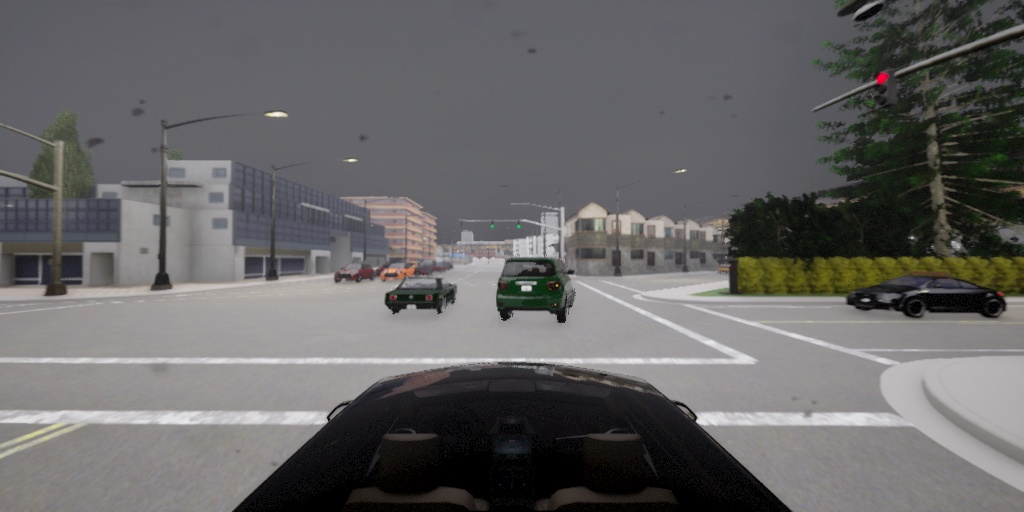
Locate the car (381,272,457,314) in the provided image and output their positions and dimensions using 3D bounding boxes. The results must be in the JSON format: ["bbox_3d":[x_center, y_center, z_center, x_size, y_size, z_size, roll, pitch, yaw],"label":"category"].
[{"bbox_3d":[-3.400,1.471,14.380,1.895,1.301,4.718,0,-1,0],"label":"car"}]

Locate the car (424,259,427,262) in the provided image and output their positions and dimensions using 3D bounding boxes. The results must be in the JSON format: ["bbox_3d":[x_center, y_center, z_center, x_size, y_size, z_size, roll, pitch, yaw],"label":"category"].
[{"bbox_3d":[-14.039,1.566,50.970,1.882,1.535,5.008,0,1,0],"label":"car"}]

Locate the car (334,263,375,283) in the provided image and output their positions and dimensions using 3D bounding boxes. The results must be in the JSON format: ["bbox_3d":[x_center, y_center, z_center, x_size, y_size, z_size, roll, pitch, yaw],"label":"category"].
[{"bbox_3d":[-14.097,1.415,32.290,2.097,1.767,4.553,0,-1,0],"label":"car"}]

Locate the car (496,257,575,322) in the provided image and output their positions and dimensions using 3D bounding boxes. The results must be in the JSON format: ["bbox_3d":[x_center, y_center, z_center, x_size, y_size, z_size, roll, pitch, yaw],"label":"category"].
[{"bbox_3d":[1.026,1.077,13.119,2.150,2.045,5.566,-1,-1,13],"label":"car"}]

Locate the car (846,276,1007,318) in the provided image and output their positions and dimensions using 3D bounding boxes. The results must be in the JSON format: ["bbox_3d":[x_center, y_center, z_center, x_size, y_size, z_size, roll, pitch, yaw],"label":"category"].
[{"bbox_3d":[14.766,1.407,12.955,4.181,1.385,1.994,0,-1,0],"label":"car"}]

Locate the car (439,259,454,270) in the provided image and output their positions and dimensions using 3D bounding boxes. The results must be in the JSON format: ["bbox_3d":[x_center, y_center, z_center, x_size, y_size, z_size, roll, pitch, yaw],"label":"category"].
[{"bbox_3d":[-10.525,1.560,57.079,2.033,1.411,5.357,0,1,1],"label":"car"}]

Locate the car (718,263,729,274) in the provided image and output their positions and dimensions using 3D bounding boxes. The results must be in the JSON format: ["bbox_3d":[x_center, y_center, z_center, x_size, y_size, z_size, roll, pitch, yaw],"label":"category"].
[{"bbox_3d":[33.015,1.881,54.579,1.882,1.535,5.008,-1,-1,45],"label":"car"}]

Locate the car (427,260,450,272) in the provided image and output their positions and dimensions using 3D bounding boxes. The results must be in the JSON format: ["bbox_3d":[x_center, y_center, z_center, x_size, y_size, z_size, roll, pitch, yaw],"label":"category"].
[{"bbox_3d":[-10.548,1.690,50.952,1.895,1.301,4.718,0,1,0],"label":"car"}]

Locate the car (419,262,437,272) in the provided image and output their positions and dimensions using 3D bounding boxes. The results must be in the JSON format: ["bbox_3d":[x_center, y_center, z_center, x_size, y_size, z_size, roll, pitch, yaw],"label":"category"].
[{"bbox_3d":[-10.592,1.694,42.205,1.994,1.385,4.181,0,0,-1],"label":"car"}]

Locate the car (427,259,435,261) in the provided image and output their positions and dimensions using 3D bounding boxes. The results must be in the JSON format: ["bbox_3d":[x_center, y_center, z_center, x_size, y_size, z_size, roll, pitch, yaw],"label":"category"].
[{"bbox_3d":[-13.998,1.314,60.335,2.097,1.767,4.553,0,1,0],"label":"car"}]

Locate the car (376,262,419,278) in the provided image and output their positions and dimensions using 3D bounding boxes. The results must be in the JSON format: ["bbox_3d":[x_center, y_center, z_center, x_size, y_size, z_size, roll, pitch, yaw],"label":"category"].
[{"bbox_3d":[-10.592,1.425,33.597,2.097,1.767,4.553,0,0,0],"label":"car"}]
